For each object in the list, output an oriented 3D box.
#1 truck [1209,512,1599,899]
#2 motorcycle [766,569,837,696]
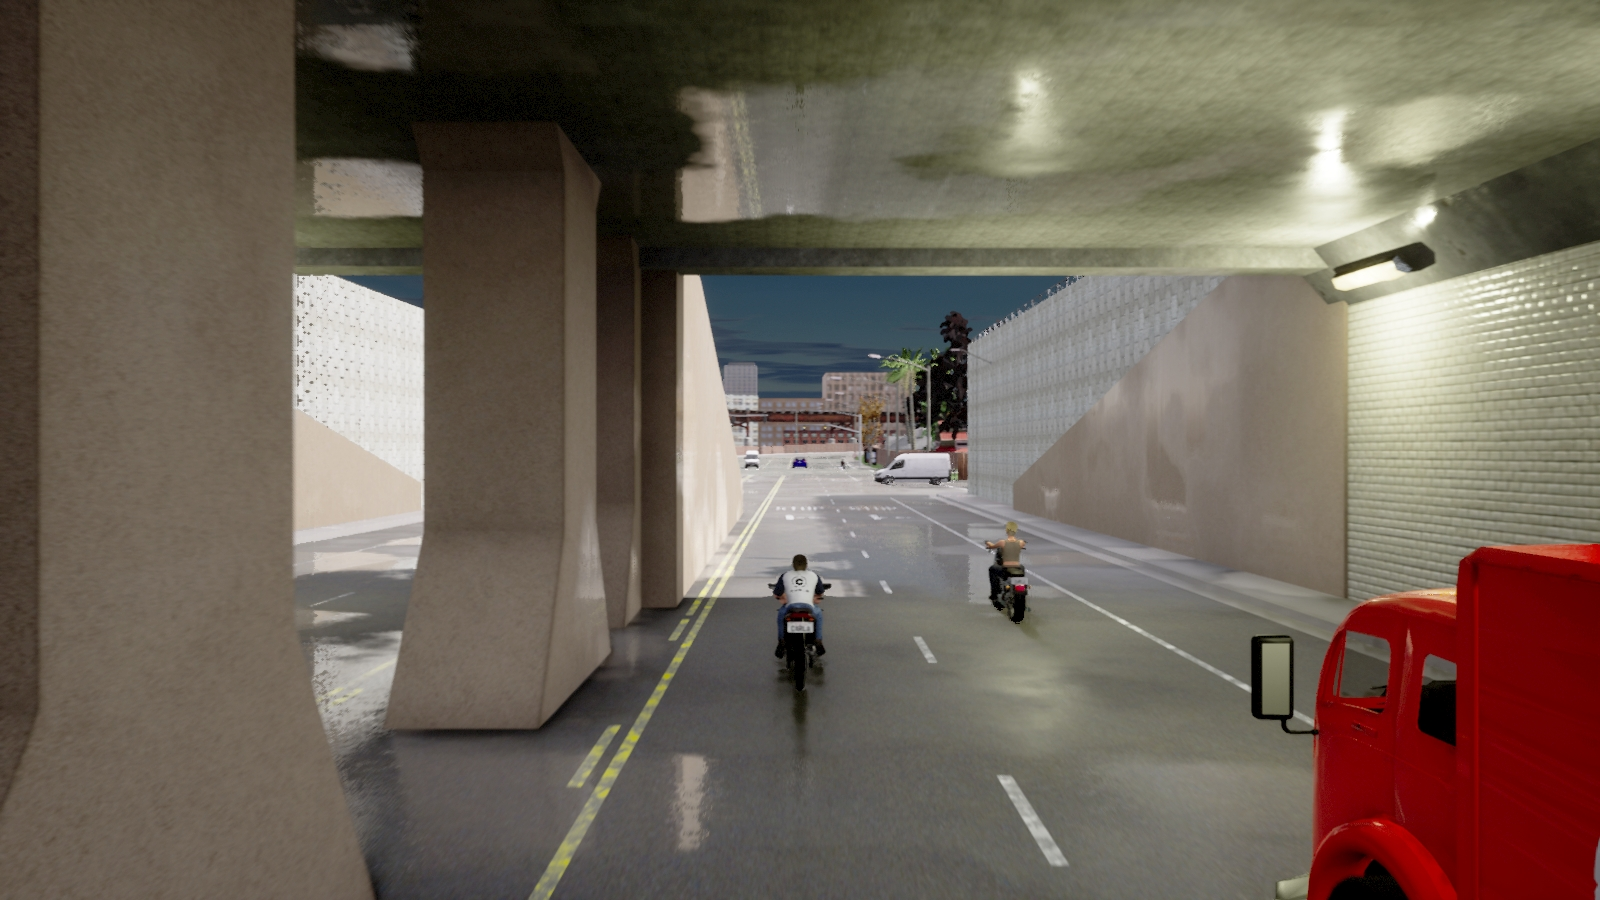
[{"bbox_3d":[3.501,1.568,3.511,2.627,2.467,5.204,0,0,0],"label":"truck"},{"bbox_3d":[0.018,2.173,13.948,0.803,1.224,2.033,0,0,0],"label":"motorcycle"}]
